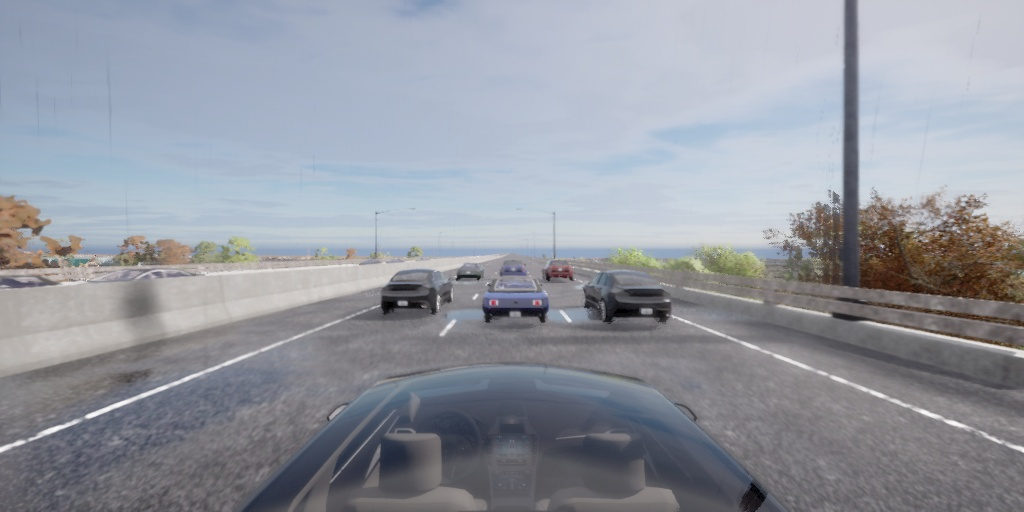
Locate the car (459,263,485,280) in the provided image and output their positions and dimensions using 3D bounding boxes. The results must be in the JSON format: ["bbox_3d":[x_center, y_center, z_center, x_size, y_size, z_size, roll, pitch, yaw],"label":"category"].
[{"bbox_3d":[-3.388,1.237,29.842,1.994,1.385,4.181,0,0,0],"label":"car"}]

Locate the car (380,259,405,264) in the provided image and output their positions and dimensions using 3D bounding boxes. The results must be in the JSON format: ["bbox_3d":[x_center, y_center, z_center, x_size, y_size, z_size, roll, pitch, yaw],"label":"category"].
[{"bbox_3d":[-17.526,1.149,54.043,2.033,1.411,5.357,0,0,1],"label":"car"}]

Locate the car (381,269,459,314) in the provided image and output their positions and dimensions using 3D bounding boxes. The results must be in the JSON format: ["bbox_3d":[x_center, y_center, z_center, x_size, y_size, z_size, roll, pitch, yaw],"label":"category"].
[{"bbox_3d":[-3.395,1.223,13.590,1.837,1.490,4.892,0,0,0],"label":"car"}]

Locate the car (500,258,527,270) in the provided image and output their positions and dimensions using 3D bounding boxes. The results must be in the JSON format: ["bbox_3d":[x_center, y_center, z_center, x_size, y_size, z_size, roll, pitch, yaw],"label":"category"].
[{"bbox_3d":[0.112,1.027,28.960,2.097,1.767,4.553,0,0,0],"label":"car"}]

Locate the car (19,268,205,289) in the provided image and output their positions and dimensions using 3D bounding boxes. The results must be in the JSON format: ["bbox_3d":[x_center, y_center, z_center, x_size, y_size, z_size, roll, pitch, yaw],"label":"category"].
[{"bbox_3d":[-14.093,1.210,13.538,2.128,1.511,4.902,0,0,0],"label":"car"}]

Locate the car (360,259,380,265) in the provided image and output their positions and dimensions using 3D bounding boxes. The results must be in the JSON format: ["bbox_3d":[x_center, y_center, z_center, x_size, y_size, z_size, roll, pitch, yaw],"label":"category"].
[{"bbox_3d":[-21.020,1.149,53.958,2.033,1.411,5.357,0,0,1],"label":"car"}]

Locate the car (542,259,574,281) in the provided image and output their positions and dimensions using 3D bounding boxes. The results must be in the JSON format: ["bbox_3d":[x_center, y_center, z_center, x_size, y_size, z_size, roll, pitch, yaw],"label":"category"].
[{"bbox_3d":[3.612,1.027,28.960,2.097,1.767,4.553,0,0,0],"label":"car"}]

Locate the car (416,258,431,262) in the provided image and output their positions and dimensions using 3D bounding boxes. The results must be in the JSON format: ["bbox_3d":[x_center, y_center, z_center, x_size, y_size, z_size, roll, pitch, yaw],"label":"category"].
[{"bbox_3d":[-14.024,1.084,56.779,2.128,1.511,4.902,0,0,0],"label":"car"}]

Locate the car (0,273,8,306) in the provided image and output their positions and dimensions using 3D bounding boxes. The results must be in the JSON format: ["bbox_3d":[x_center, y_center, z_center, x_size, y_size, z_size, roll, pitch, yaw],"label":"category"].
[{"bbox_3d":[-21.095,1.324,11.962,1.895,1.301,4.718,0,0,0],"label":"car"}]

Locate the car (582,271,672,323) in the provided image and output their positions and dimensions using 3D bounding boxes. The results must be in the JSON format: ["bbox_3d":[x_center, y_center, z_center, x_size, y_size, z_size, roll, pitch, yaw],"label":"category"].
[{"bbox_3d":[3.604,1.227,12.002,1.837,1.490,4.892,0,0,0],"label":"car"}]

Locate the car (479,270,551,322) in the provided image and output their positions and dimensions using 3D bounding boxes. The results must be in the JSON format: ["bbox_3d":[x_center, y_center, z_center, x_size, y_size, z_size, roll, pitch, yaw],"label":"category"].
[{"bbox_3d":[0.104,1.323,12.164,1.895,1.301,4.718,0,0,0],"label":"car"}]

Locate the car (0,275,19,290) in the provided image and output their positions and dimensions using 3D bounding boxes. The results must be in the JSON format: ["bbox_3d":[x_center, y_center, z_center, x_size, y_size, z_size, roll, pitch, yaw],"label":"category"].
[{"bbox_3d":[-17.595,1.324,11.987,1.895,1.301,4.718,0,0,0],"label":"car"}]
